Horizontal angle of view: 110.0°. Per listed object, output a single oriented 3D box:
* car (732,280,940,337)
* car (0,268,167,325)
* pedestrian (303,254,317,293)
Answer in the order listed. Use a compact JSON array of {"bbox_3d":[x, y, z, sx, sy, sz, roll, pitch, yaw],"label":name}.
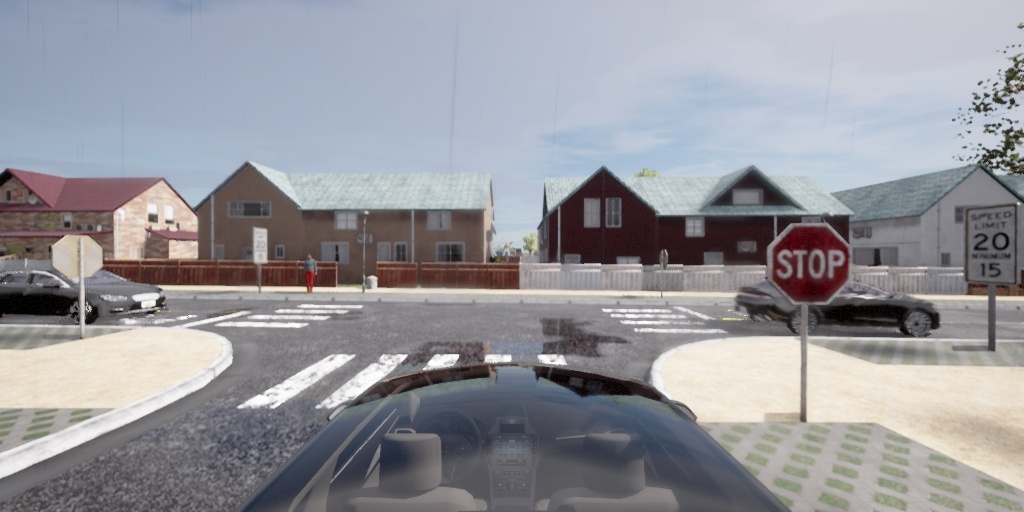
[{"bbox_3d":[9.007,1.334,10.168,4.902,1.511,2.128,1,0,1],"label":"car"},{"bbox_3d":[-13.124,1.112,10.670,4.902,1.511,2.128,1,0,3],"label":"car"},{"bbox_3d":[-9.326,0.785,16.487,0.375,1.860,0.375,0,0,1],"label":"pedestrian"}]
